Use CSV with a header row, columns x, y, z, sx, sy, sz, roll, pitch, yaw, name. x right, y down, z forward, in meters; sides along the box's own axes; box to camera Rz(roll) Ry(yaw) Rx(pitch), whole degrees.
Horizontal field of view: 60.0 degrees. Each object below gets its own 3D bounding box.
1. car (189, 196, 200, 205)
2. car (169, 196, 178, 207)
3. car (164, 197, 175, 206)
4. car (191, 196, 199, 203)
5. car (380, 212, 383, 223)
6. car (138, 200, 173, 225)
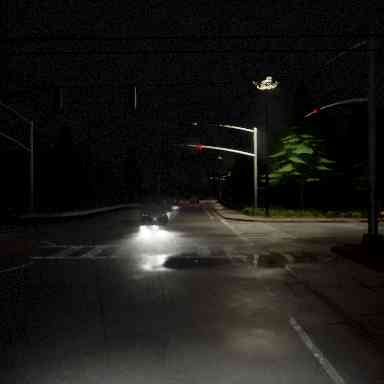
x,y,z,sx,sy,sz,roll,pitch,yaw,name
0.387,1.690,65.381,1.812,1.442,4.674,0,0,2,car
-3.474,1.512,55.031,2.097,1.767,4.553,0,0,1,car
-3.564,1.689,40.827,1.994,1.385,4.181,0,0,0,car
0.718,1.630,75.688,1.837,1.490,4.892,0,0,2,car
15.168,1.484,22.040,5.008,1.535,1.882,0,0,1,car
-2.998,1.586,24.925,2.128,1.511,4.902,0,0,-12,car
